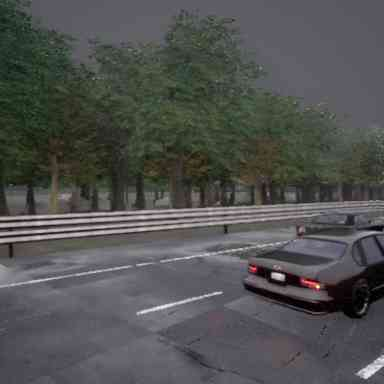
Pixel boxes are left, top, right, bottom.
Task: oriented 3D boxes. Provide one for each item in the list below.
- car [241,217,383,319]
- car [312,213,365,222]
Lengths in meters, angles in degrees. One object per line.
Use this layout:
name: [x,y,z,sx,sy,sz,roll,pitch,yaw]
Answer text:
car: [3.485,1.521,7.347,5.357,1.411,2.033,0,0,-38]
car: [6.575,1.545,14.184,4.718,1.301,1.895,0,0,-38]
